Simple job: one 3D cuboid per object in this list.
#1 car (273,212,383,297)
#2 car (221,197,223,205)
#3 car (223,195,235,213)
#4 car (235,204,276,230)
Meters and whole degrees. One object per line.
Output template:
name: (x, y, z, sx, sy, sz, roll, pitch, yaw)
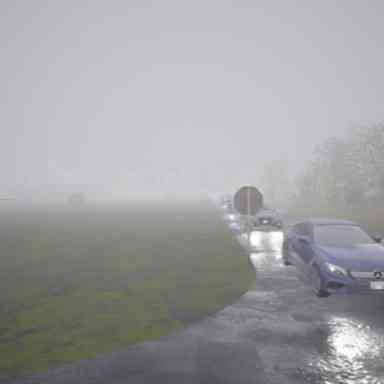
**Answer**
car: (3.552, 1.447, 8.495, 1.812, 1.442, 4.674, -1, 1, 2)
car: (5.252, 1.198, 49.548, 2.033, 1.411, 5.357, -1, 0, 2)
car: (4.539, 1.228, 33.411, 1.882, 1.535, 5.008, -1, 0, 2)
car: (3.990, 1.405, 19.867, 1.994, 1.385, 4.181, -1, 0, 1)
